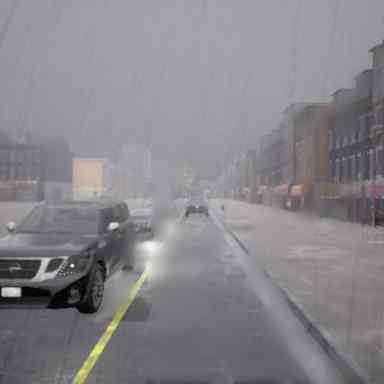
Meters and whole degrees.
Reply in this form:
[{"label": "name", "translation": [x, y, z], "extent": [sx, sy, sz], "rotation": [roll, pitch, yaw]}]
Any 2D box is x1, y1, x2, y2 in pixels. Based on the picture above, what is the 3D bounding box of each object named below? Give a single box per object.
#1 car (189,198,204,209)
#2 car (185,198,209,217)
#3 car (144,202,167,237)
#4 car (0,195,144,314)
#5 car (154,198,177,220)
[{"label": "car", "translation": [0.666, 1.563, 45.144], "extent": [1.895, 1.301, 4.718], "rotation": [0, 0, 1]}, {"label": "car", "translation": [0.494, 1.331, 31.475], "extent": [2.097, 1.767, 4.553], "rotation": [0, 0, 1]}, {"label": "car", "translation": [-2.612, 1.505, 17.973], "extent": [1.812, 1.442, 4.674], "rotation": [0, 0, 1]}, {"label": "car", "translation": [-2.757, 1.206, 7.941], "extent": [2.150, 2.045, 5.566], "rotation": [0, 0, 1]}, {"label": "car", "translation": [-2.428, 1.324, 28.048], "extent": [2.097, 1.767, 4.553], "rotation": [0, 0, 1]}]
